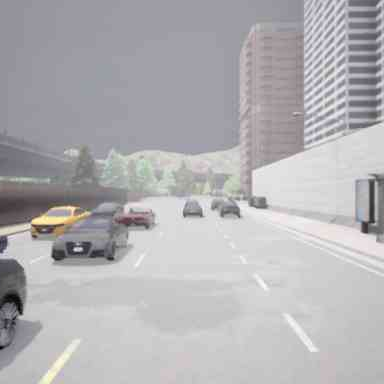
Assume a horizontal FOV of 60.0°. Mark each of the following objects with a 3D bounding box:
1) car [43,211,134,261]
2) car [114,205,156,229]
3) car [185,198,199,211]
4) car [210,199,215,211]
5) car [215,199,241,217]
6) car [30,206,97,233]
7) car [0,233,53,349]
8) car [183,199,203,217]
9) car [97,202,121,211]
[{"bbox_3d":[-3.600,1.622,12.435,1.994,1.385,4.181,0,0,-1],"label":"car"},{"bbox_3d":[-3.581,1.705,22.453,1.895,1.301,4.718,0,0,0],"label":"car"},{"bbox_3d":[0.038,1.690,45.940,1.882,1.535,5.008,0,0,0],"label":"car"},{"bbox_3d":[3.531,1.716,45.507,1.837,1.490,4.892,0,0,1],"label":"car"},{"bbox_3d":[3.594,1.655,32.499,1.837,1.490,4.892,0,-1,0],"label":"car"},{"bbox_3d":[-7.091,1.564,18.463,1.882,1.535,5.008,0,0,0],"label":"car"},{"bbox_3d":[-3.589,1.509,3.463,2.128,1.511,4.902,0,0,0],"label":"car"},{"bbox_3d":[0.090,1.717,32.902,1.994,1.385,4.181,0,0,0],"label":"car"},{"bbox_3d":[-7.069,1.610,28.536,1.882,1.535,5.008,0,0,1],"label":"car"}]
